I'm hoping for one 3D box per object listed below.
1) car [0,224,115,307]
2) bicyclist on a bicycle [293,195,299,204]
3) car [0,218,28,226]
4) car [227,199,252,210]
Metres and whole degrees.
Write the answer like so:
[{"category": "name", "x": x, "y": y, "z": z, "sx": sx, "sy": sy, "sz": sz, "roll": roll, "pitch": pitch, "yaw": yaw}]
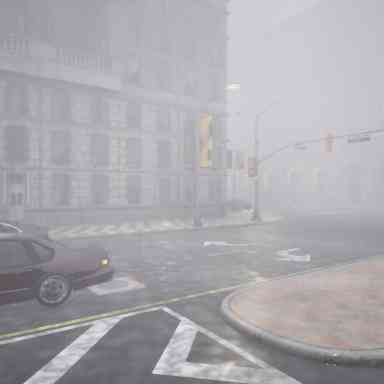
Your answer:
[{"category": "car", "x": -4.286, "y": 1.547, "z": 6.480, "sx": 5.357, "sy": 1.411, "sz": 2.033, "roll": 0, "pitch": 0, "yaw": -34}, {"category": "bicyclist on a bicycle", "x": 17.913, "y": 1.300, "z": 57.126, "sx": 1.656, "sy": 1.620, "sz": 0.582, "roll": 0, "pitch": 0, "yaw": -35}, {"category": "car", "x": -6.476, "y": 1.492, "z": 9.263, "sx": 4.902, "sy": 1.511, "sz": 2.128, "roll": 0, "pitch": 0, "yaw": -37}, {"category": "car", "x": 5.737, "y": 1.564, "z": 43.157, "sx": 1.994, "sy": 1.385, "sz": 4.181, "roll": 0, "pitch": 0, "yaw": -35}]
